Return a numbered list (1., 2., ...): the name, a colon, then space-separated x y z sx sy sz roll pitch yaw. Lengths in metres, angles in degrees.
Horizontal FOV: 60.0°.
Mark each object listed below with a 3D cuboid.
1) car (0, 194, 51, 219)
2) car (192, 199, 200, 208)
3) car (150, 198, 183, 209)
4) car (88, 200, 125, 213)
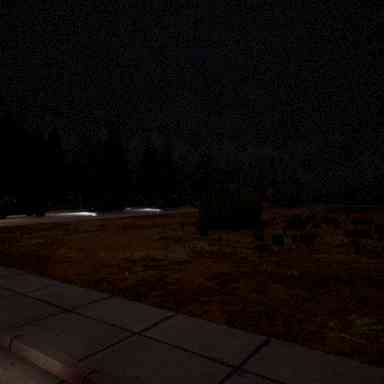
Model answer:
1. car: -15.536 1.248 29.740 2.150 2.045 5.566 0 0 36
2. car: 1.880 1.591 47.269 1.994 1.385 4.181 0 0 39
3. car: -3.443 1.574 46.102 2.033 1.411 5.357 0 0 37
4. car: -9.641 1.591 37.719 1.994 1.385 4.181 0 0 37
